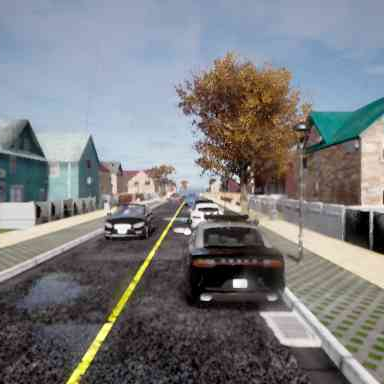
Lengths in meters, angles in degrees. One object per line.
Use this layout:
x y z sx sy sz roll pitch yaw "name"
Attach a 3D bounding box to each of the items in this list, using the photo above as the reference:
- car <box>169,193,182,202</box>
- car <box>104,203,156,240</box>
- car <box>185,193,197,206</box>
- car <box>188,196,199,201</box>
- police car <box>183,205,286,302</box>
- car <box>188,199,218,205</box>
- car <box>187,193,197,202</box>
-2.823 0.894 58.428 2.097 1.767 4.553 0 0 0 "car"
-2.853 1.325 16.036 2.128 1.511 4.902 0 1 0 "car"
0.022 1.151 46.033 2.033 1.411 5.357 0 0 0 "car"
0.820 1.256 24.174 1.837 1.490 4.892 0 1 0 "car"
0.824 1.338 8.283 1.930 1.638 5.238 0 1 0 "police car"
0.822 1.337 18.174 1.812 1.442 4.674 0 1 0 "car"
-0.009 0.996 63.085 1.882 1.535 5.008 0 0 0 "car"
